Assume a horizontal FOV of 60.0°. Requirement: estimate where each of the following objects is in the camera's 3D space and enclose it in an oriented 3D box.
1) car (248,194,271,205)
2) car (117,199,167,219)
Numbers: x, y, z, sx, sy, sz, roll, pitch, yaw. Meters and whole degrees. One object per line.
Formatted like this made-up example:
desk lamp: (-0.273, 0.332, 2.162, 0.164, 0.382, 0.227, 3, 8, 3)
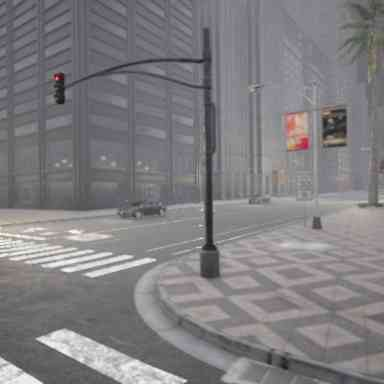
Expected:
car: (9.692, 1.050, 47.549, 1.837, 1.490, 4.892, -1, 0, 36)
car: (-4.183, 1.421, 28.335, 1.837, 1.490, 4.892, -1, 0, 36)
